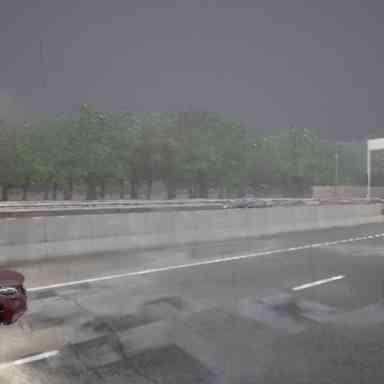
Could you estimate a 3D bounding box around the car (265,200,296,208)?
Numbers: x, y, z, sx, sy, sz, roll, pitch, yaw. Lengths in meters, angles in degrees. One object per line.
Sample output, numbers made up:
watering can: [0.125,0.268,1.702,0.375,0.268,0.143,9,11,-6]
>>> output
car: [9.676,1.571,32.244,4.892,1.490,1.837,0,0,-35]

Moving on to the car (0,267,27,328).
car: [-4.867,1.526,4.569,4.674,1.442,1.812,0,0,-35]

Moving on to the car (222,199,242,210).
car: [5.632,1.521,37.916,4.902,1.511,2.128,0,0,-35]

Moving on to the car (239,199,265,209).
car: [7.620,1.638,35.077,4.718,1.301,1.895,0,0,-35]

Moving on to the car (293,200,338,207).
car: [11.706,1.629,29.393,5.357,1.411,2.033,0,0,-35]
